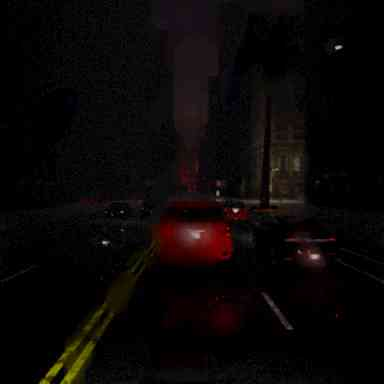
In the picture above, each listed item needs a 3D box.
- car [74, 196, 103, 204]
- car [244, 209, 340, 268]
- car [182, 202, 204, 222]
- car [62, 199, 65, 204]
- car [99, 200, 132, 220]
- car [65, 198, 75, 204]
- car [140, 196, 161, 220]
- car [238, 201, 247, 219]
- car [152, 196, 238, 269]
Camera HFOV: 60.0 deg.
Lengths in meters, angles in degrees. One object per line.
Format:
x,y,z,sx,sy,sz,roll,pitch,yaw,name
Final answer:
-23.830,2.194,76.589,4.829,1.417,1.752,-1,1,0,car
3.333,1.551,11.432,2.128,1.511,4.902,0,0,0,car
0.093,1.672,28.803,1.812,1.442,4.674,0,0,0,car
-34.143,2.392,85.153,4.206,1.307,1.802,-1,1,0,car
-6.594,1.659,29.950,1.837,1.490,4.892,0,-1,0,car
-29.059,2.056,85.132,5.009,1.841,2.192,-1,1,0,car
-3.344,1.377,30.362,2.150,2.045,5.566,0,0,0,car
3.337,1.492,27.494,2.097,1.767,4.553,0,0,0,car
0.087,1.281,11.588,2.150,2.045,5.566,0,0,0,car
